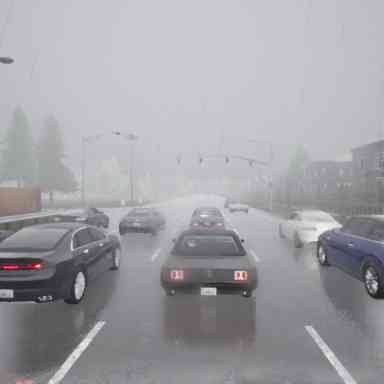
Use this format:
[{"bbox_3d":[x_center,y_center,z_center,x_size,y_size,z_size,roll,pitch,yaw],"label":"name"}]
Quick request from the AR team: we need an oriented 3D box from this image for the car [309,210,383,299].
[{"bbox_3d":[4.872,1.351,8.568,2.097,1.767,4.553,0,0,2],"label":"car"}]

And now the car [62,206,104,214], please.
[{"bbox_3d":[-6.145,1.526,18.900,1.812,1.442,4.674,0,0,3],"label":"car"}]

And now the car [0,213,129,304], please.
[{"bbox_3d":[-3.104,1.504,8.129,1.837,1.490,4.892,0,0,2],"label":"car"}]

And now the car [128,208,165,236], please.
[{"bbox_3d":[-2.660,1.564,18.459,1.994,1.385,4.181,0,0,2],"label":"car"}]

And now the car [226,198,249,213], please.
[{"bbox_3d":[5.067,1.601,36.574,1.895,1.301,4.718,0,0,3],"label":"car"}]

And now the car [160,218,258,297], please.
[{"bbox_3d":[0.416,1.601,8.532,1.895,1.301,4.718,0,0,2],"label":"car"}]

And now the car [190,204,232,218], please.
[{"bbox_3d":[0.827,1.547,18.115,2.033,1.411,5.357,0,0,2],"label":"car"}]

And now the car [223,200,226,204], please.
[{"bbox_3d":[5.446,1.547,46.465,2.033,1.411,5.357,0,0,2],"label":"car"}]

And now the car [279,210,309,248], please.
[{"bbox_3d":[5.131,1.526,14.592,1.812,1.442,4.674,0,0,2],"label":"car"}]
